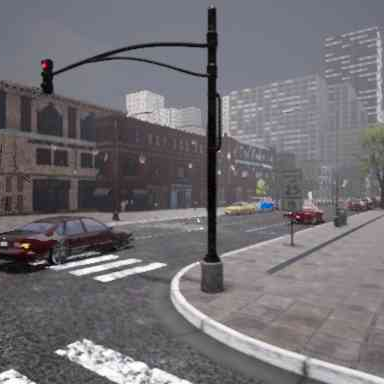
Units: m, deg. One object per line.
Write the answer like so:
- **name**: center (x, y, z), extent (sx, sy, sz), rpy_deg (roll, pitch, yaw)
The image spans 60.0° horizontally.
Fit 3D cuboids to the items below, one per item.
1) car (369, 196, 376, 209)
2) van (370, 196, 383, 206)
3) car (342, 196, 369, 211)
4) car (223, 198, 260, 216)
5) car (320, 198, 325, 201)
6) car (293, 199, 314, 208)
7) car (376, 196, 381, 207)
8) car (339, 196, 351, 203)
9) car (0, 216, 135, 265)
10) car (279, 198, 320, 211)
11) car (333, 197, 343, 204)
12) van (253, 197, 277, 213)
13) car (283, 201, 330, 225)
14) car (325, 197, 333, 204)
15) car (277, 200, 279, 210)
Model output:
- **car**: center (24.646, 1.565, 48.053), extent (2.192, 1.841, 5.009), rpy_deg (0, 0, 35)
- **van**: center (34.181, 1.682, 61.613), extent (1.690, 1.788, 3.998), rpy_deg (0, 0, 35)
- **car**: center (21.467, 1.660, 43.531), extent (1.967, 1.590, 4.097), rpy_deg (0, 0, 35)
- **car**: center (4.979, 1.643, 34.650), extent (1.752, 1.417, 4.829), rpy_deg (0, 0, 35)
- **car**: center (20.969, 1.813, 57.391), extent (2.008, 1.369, 4.403), rpy_deg (0, 0, 35)
- **car**: center (17.790, 1.783, 52.871), extent (2.008, 1.369, 4.403), rpy_deg (0, 0, 35)
- **car**: center (31.003, 1.625, 57.093), extent (2.192, 1.841, 5.009), rpy_deg (0, 0, 35)
- **car**: center (36.861, 1.859, 79.993), extent (1.967, 1.590, 4.097), rpy_deg (0, 0, 35)
- **car**: center (-4.275, 1.563, 11.813), extent (2.033, 1.411, 5.357), rpy_deg (0, -1, 26)
- **car**: center (10.647, 1.489, 32.635), extent (2.097, 1.767, 4.553), rpy_deg (0, 0, 35)
- **car**: center (30.504, 1.795, 70.952), extent (1.967, 1.590, 4.097), rpy_deg (0, 0, 35)
- **van**: center (8.255, 1.486, 39.311), extent (1.690, 1.788, 3.998), rpy_deg (0, 0, 35)
- **car**: center (8.797, 1.655, 25.420), extent (1.887, 1.381, 4.507), rpy_deg (0, 0, 35)
- **car**: center (24.148, 1.843, 61.912), extent (2.008, 1.369, 4.403), rpy_deg (0, 0, 35)
- **car**: center (11.434, 1.724, 43.830), extent (2.008, 1.369, 4.403), rpy_deg (0, 0, 35)
